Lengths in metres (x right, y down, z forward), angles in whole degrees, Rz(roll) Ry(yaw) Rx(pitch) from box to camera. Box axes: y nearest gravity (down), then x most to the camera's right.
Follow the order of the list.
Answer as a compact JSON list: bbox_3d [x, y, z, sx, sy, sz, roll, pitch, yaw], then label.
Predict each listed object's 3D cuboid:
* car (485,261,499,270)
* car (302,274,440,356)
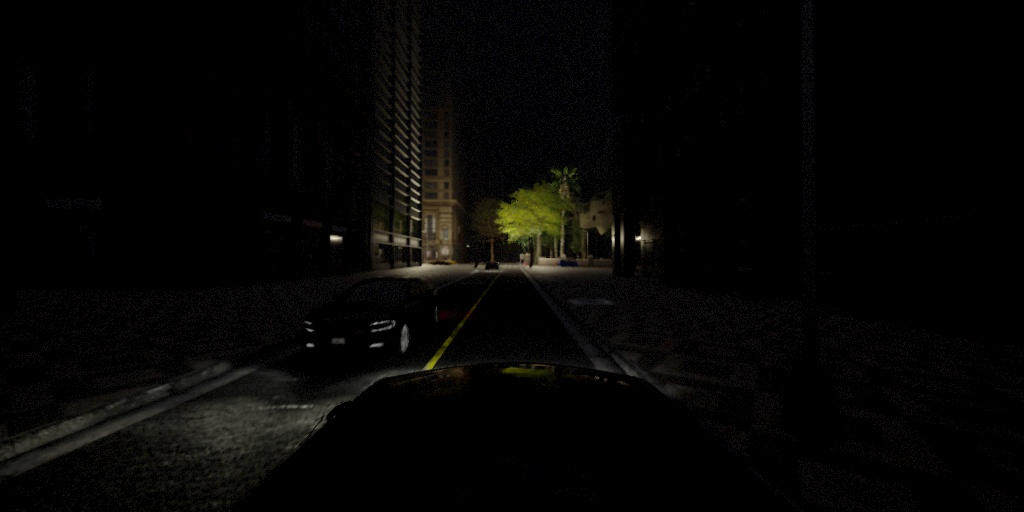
[{"bbox_3d":[-3.080,1.500,55.404,1.994,1.385,4.181,0,0,0],"label":"car"},{"bbox_3d":[-3.102,1.247,8.893,1.882,1.535,5.008,0,0,0],"label":"car"}]
